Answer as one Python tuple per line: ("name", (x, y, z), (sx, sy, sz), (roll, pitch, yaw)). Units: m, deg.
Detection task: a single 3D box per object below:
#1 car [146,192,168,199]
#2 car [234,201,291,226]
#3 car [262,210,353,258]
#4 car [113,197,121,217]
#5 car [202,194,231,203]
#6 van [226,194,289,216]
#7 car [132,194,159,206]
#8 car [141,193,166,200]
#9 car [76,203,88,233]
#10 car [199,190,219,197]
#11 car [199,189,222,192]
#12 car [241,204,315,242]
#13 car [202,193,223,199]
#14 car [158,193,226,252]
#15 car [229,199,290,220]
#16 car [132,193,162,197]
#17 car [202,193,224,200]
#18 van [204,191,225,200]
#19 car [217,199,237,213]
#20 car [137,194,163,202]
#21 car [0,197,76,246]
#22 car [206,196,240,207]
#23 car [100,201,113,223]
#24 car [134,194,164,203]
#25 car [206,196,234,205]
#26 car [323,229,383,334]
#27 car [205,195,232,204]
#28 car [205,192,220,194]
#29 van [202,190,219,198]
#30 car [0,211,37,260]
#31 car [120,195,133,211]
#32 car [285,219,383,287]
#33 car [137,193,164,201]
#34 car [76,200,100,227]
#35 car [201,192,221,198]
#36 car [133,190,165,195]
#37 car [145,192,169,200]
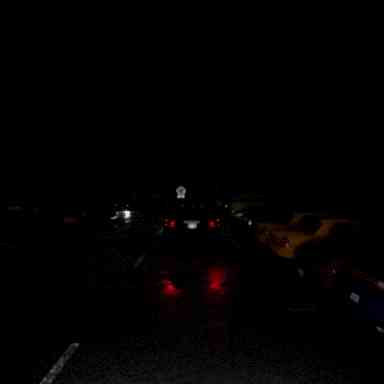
("car", (-8.288, 0.864, 79.377), (4.892, 1.521, 2.231), (0, 1, 0))
("car", (5.059, 1.466, 19.204), (4.674, 1.452, 2.002), (0, 1, 0))
("car", (5.234, 1.508, 10.704), (5.366, 1.575, 1.946), (0, 0, 0))
("car", (-8.048, 1.369, 24.590), (4.792, 1.488, 2.163), (0, 1, 0))
("car", (4.612, 1.231, 62.716), (5.366, 1.575, 1.946), (0, 1, 0))
("van", (4.934, 1.115, 24.658), (4.442, 1.987, 1.878), (-1, 1, 0))
("car", (-8.312, 1.457, 54.410), (4.792, 1.488, 2.163), (0, 1, 0))
("car", (-8.467, 0.969, 73.958), (5.366, 1.575, 1.946), (0, 1, 0))
("car", (-8.032, 1.465, 16.241), (5.008, 1.535, 2.097), (0, 0, 0))
("car", (4.770, 0.401, 93.168), (5.566, 2.045, 2.435), (0, 1, 0))
("car", (4.826, 0.853, 68.248), (5.566, 2.045, 2.435), (0, 1, 0))
("car", (5.082, 1.494, 16.292), (4.792, 1.488, 2.163), (0, 1, 0))
("car", (4.827, 0.894, 79.326), (4.792, 1.488, 2.163), (0, 1, 0))
("car", (0.013, 1.224, 14.068), (2.150, 2.045, 5.566), (0, 1, 0))
("car", (5.061, 1.422, 21.989), (4.674, 1.452, 2.002), (0, 1, 0))
("car", (-8.277, 1.362, 57.184), (5.008, 1.535, 2.097), (0, 1, 0))
("car", (4.827, 0.945, 76.687), (4.792, 1.488, 2.163), (0, 1, 0))
("van", (4.915, 0.748, 73.911), (4.442, 1.987, 1.878), (0, 1, 0))
("car", (3.973, 1.480, 37.198), (1.994, 1.385, 4.181), (0, 0, 10))
("car", (-8.276, 1.169, 65.511), (4.892, 1.521, 2.231), (0, 1, 0))
("car", (-8.000, 1.241, 13.445), (5.566, 2.045, 2.435), (0, 0, 0))
("car", (4.792, 1.490, 51.762), (5.008, 1.535, 2.097), (0, 1, 0))
("car", (-7.992, 1.414, 21.807), (4.792, 1.488, 2.163), (0, 1, 0))
("car", (-8.097, 1.229, 62.735), (5.366, 1.575, 1.946), (0, 1, 0))
("car", (4.768, 1.393, 57.178), (4.792, 1.488, 2.163), (0, 1, 0))
("car", (5.039, 1.514, 5.257), (5.008, 1.535, 2.097), (0, 0, 0))
("car", (4.795, 1.339, 59.948), (4.674, 1.452, 2.002), (0, 1, 0))
("car", (4.829, 1.300, 54.530), (4.553, 1.767, 2.185), (0, 1, 0))
("van", (4.915, 0.508, 87.629), (4.442, 1.987, 1.878), (0, 1, 0))
("car", (-8.037, 1.512, 10.658), (4.892, 1.521, 2.231), (0, 0, 0))
("car", (-7.800, 1.347, 37.172), (1.837, 1.490, 4.892), (0, -1, -11))
("car", (5.017, 1.548, 8.049), (4.792, 1.488, 2.163), (0, 0, 0))
("car", (-8.468, 1.099, 68.286), (5.366, 1.575, 1.946), (0, 1, 0))
("car", (-7.993, 1.303, 19.018), (4.553, 1.767, 2.185), (0, 1, 0))
("car", (4.803, 0.774, 84.863), (5.008, 1.535, 2.097), (0, 1, 0))
("car", (-8.254, 1.046, 59.954), (5.566, 2.045, 2.435), (0, 1, 0))
("car", (-8.097, 0.913, 76.610), (5.366, 1.575, 1.946), (0, 1, 0))
